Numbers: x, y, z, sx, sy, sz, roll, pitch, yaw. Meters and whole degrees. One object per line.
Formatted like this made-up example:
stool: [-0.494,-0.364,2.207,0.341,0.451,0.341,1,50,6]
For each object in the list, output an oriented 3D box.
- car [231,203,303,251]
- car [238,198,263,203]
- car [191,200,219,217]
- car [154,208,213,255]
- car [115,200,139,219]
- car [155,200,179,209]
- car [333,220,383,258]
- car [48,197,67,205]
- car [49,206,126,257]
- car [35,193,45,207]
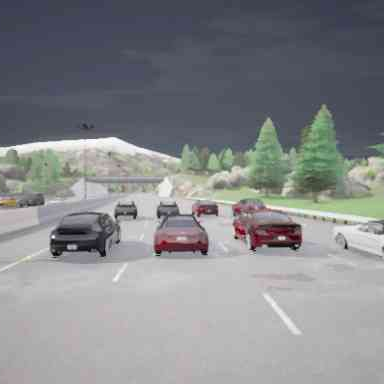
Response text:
car: [2.978,1.462,14.116,1.882,1.535,5.008,0,0,-4]
car: [4.906,1.323,28.982,2.097,1.767,4.553,0,0,-8]
car: [1.125,1.454,30.776,1.882,1.535,5.008,0,0,-8]
car: [-0.481,1.555,13.298,1.994,1.385,4.181,0,0,-4]
car: [-5.708,1.480,29.127,2.128,1.511,4.902,0,0,-8]
car: [-2.179,1.474,29.178,2.128,1.511,4.902,0,0,-8]
car: [6.682,1.581,11.283,1.895,1.301,4.718,0,0,-3]
car: [-19.595,1.524,48.768,1.812,1.442,4.674,0,0,-9]
car: [-3.954,1.502,12.946,1.837,1.490,4.892,0,0,-4]
car: [-23.059,1.226,48.281,2.150,2.045,5.566,0,0,-9]
